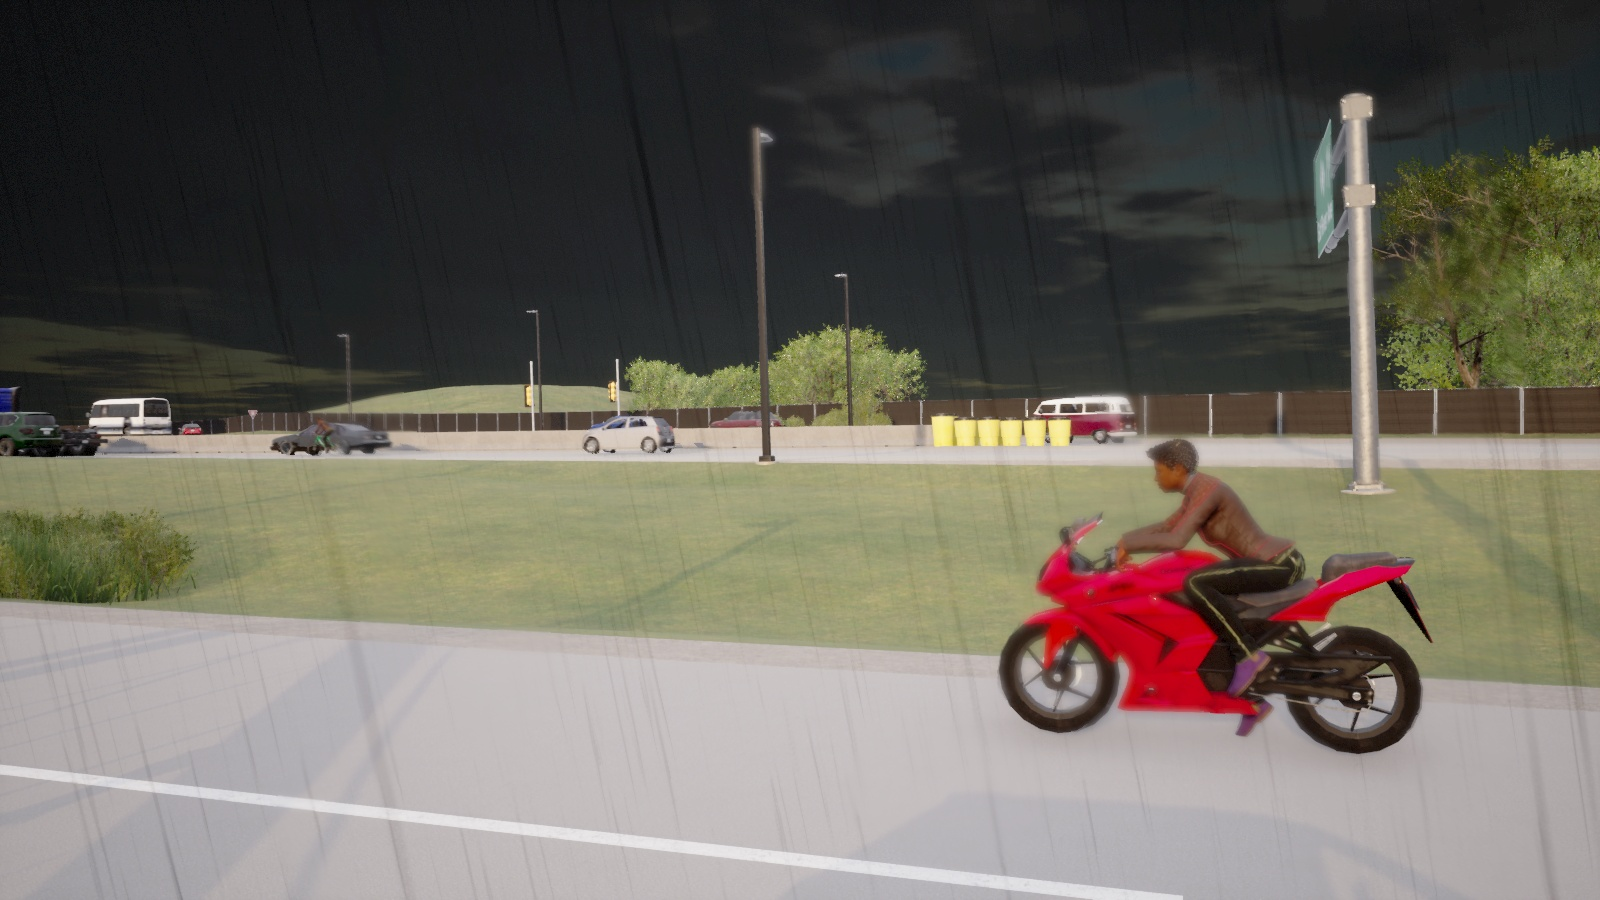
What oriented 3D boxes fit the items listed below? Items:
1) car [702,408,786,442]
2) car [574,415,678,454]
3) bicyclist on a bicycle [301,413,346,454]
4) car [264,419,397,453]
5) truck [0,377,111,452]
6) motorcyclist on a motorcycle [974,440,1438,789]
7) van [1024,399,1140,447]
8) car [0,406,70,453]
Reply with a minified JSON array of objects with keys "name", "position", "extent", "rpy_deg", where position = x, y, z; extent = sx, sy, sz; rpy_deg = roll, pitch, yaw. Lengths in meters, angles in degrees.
[{"name":"car","position":[-3.127,-1.396,69.466],"extent":[2.097,1.767,4.553],"rpy_deg":[-2,2,-45]},{"name":"car","position":[-6.902,-0.614,49.913],"extent":[3.633,1.501,1.845],"rpy_deg":[0,1,19]},{"name":"bicyclist on a bicycle","position":[-19.159,-0.648,50.481],"extent":[1.656,1.620,0.582],"rpy_deg":[0,1,19]},{"name":"car","position":[-20.405,-0.607,54.623],"extent":[5.357,1.411,2.033],"rpy_deg":[0,1,19]},{"name":"truck","position":[-37.532,-1.678,60.582],"extent":[7.936,3.462,2.891],"rpy_deg":[0,1,19]},{"name":"motorcyclist on a motorcycle","position":[1.956,0.718,6.226],"extent":[2.044,1.523,0.797],"rpy_deg":[0,1,19]},{"name":"van","position":[12.346,-1.182,55.105],"extent":[4.480,2.038,2.069],"rpy_deg":[1,2,40]},{"name":"car","position":[-35.757,-0.921,56.267],"extent":[5.566,2.045,2.150],"rpy_deg":[0,1,19]}]
